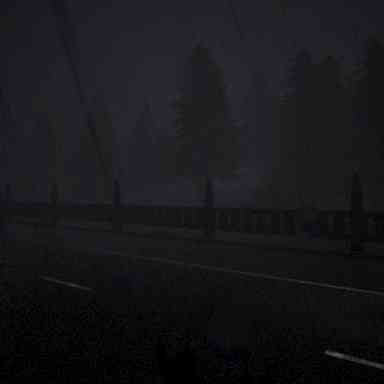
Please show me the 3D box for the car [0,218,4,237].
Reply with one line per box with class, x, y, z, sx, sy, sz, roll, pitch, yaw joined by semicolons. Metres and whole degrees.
car;-11.024;1.535;16.143;4.902;1.511;2.128;0;0;35
